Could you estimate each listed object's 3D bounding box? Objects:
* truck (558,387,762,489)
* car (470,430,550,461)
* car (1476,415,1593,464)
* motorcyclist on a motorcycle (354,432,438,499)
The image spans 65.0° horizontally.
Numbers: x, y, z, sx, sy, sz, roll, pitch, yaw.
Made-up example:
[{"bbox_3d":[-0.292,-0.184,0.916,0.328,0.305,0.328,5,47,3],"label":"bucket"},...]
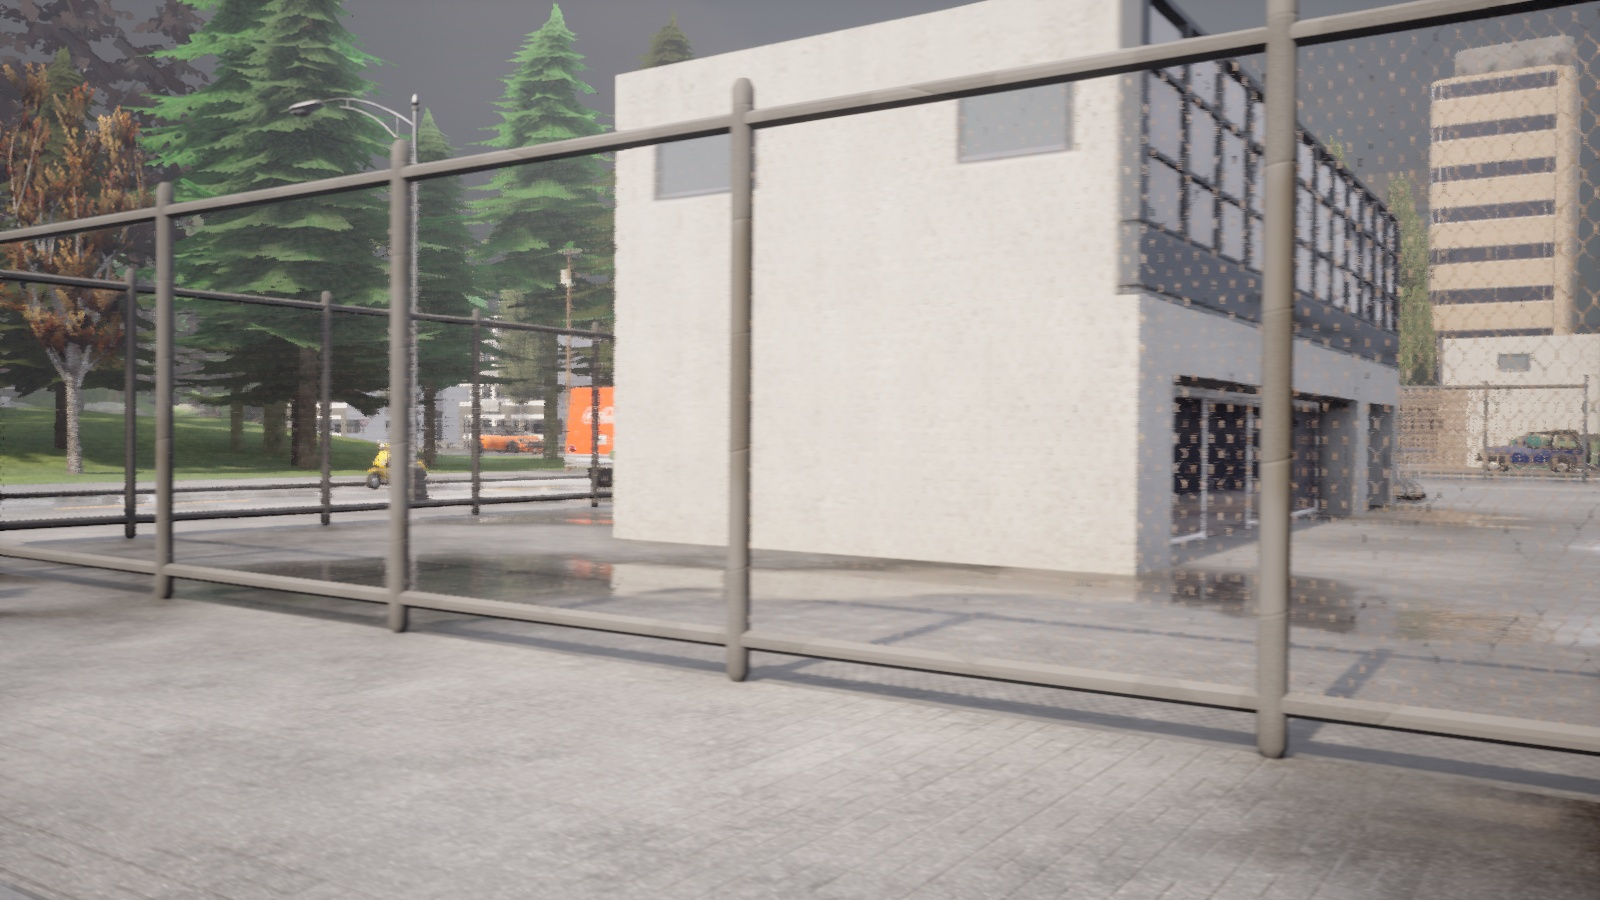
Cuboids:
[{"bbox_3d":[-3.588,-0.213,33.302,2.627,2.467,5.204,0,-2,33],"label":"truck"},{"bbox_3d":[-17.372,-0.278,75.081,4.553,1.767,2.097,0,1,34],"label":"car"},{"bbox_3d":[28.852,-0.408,49.333,3.866,1.878,1.905,0,1,33],"label":"car"},{"bbox_3d":[-9.956,0.352,30.987,0.866,1.590,1.817,0,1,33],"label":"motorcyclist on a motorcycle"}]
